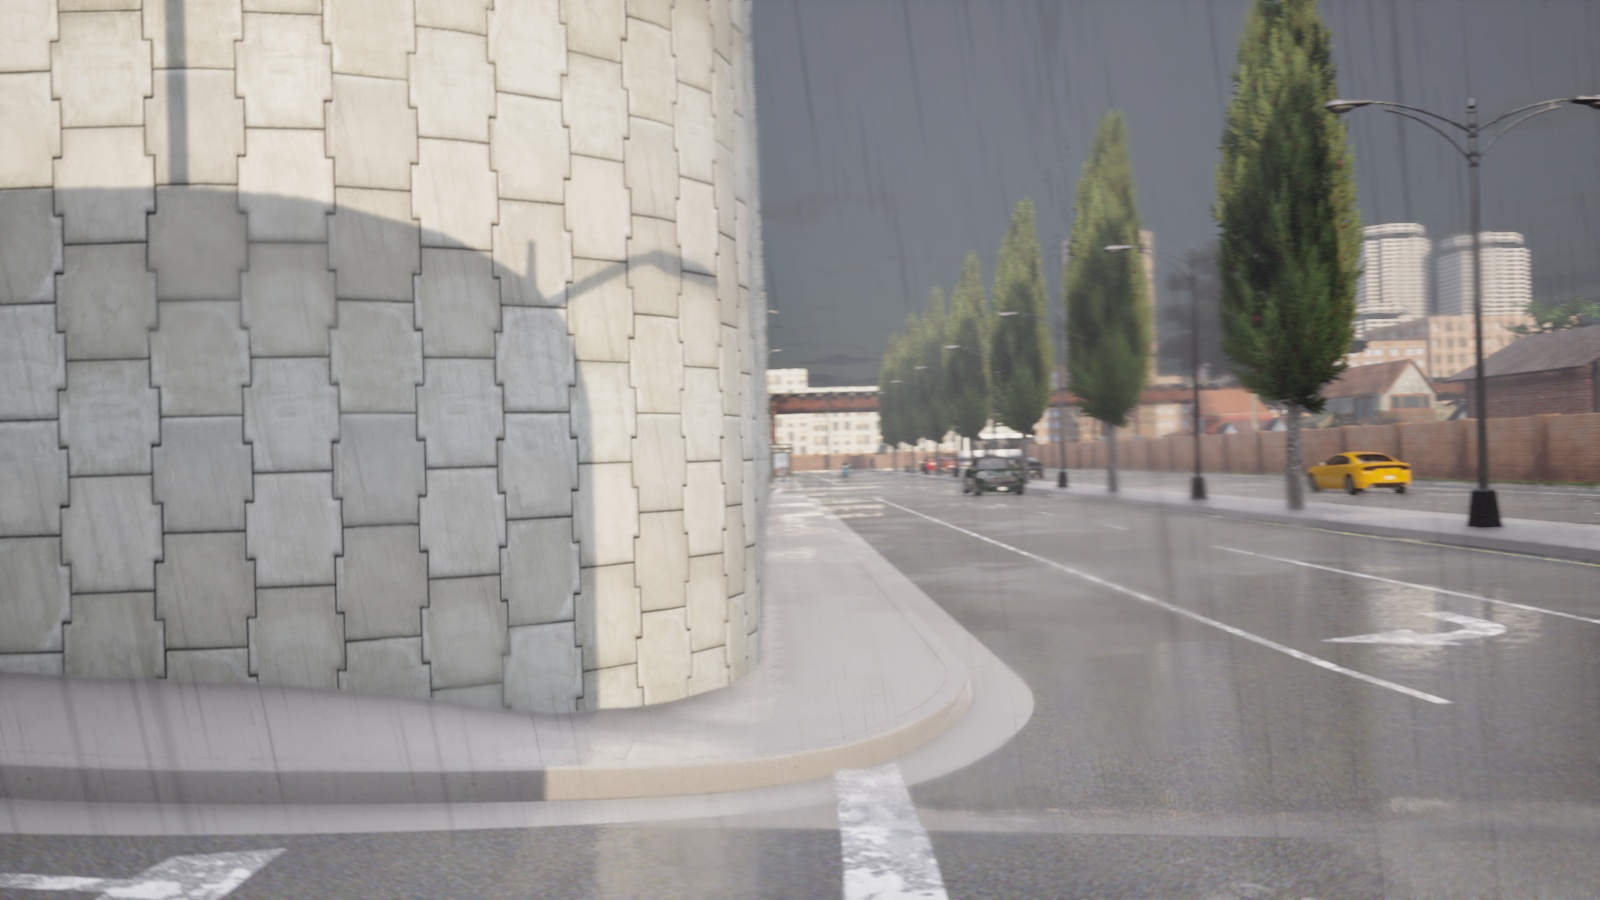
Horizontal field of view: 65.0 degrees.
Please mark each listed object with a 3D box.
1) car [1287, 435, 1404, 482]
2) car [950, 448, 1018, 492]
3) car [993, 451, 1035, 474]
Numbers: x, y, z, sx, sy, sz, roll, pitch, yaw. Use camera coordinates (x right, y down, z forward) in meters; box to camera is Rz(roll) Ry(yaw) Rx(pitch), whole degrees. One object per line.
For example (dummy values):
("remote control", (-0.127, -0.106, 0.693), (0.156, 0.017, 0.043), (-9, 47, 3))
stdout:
("car", (19.801, 0.323, 45.841), (1.882, 1.535, 5.008), (-3, 0, -2))
("car", (8.008, 0.862, 55.016), (2.097, 1.767, 4.553), (-3, 0, -2))
("car", (14.950, 0.878, 87.901), (1.837, 1.490, 4.892), (-3, 0, -2))
